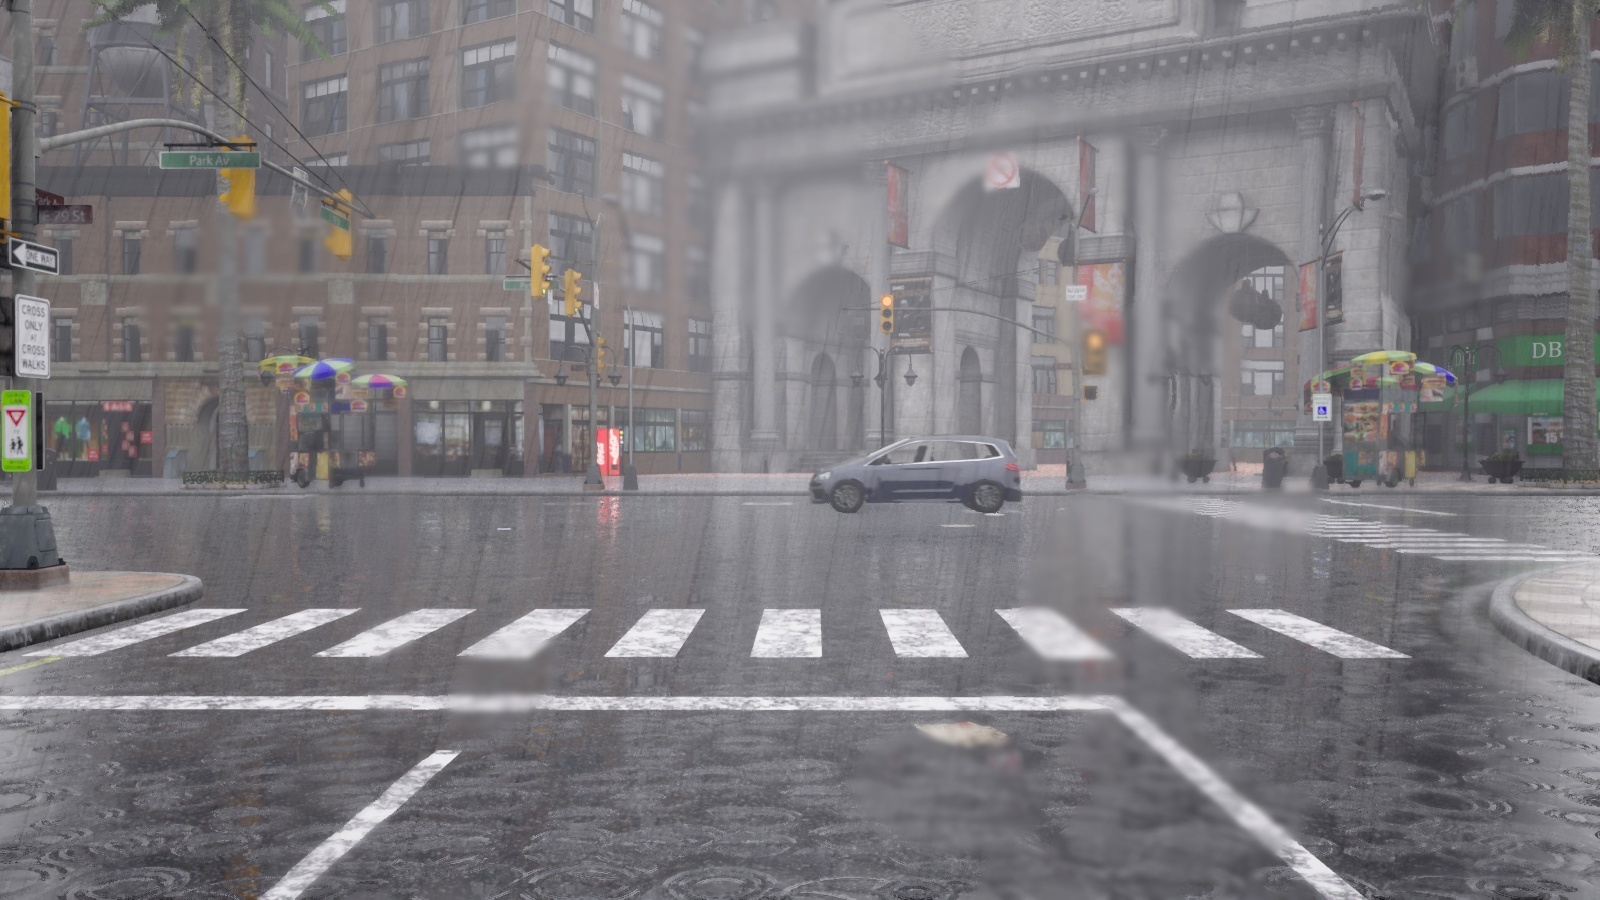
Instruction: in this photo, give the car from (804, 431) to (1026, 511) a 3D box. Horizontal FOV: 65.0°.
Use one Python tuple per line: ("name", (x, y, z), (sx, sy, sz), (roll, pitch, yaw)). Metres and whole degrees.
("car", (2.412, 0.439, 27.290), (4.611, 1.667, 2.242), (0, 0, 1))
